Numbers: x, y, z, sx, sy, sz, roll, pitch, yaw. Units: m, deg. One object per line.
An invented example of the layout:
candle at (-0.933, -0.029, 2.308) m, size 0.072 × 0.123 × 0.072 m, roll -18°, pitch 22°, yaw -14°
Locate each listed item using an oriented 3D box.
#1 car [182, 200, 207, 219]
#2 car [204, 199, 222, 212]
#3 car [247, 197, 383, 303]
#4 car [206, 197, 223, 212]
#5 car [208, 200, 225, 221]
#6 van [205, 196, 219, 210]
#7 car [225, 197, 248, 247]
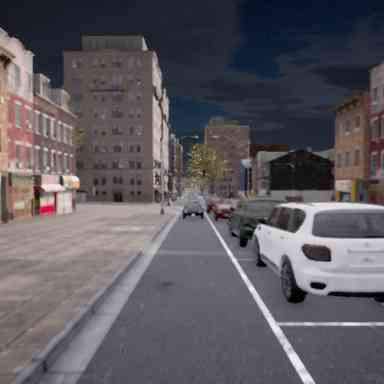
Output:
car at (0.122, 1.702, 30.701) m, size 1.895 × 1.301 × 4.718 m, roll 0°, pitch 0°, yaw 1°
car at (2.717, 1.730, 43.589) m, size 2.008 × 1.369 × 4.403 m, roll -2°, pitch 0°, yaw 0°
car at (3.001, 1.243, 8.378) m, size 2.150 × 2.045 × 5.566 m, roll 0°, pitch 0°, yaw 0°
car at (2.699, 1.462, 38.606) m, size 2.192 × 1.841 × 5.009 m, roll -2°, pitch 0°, yaw 0°
car at (2.682, 1.632, 28.024) m, size 1.887 × 1.381 × 4.507 m, roll -2°, pitch 0°, yaw 0°
van at (2.718, 1.542, 46.911) m, size 1.690 × 1.788 × 3.998 m, roll -2°, pitch 0°, yaw 0°
car at (3.017, 1.258, 15.381) m, size 2.150 × 2.045 × 5.566 m, roll 0°, pitch 0°, yaw 0°
